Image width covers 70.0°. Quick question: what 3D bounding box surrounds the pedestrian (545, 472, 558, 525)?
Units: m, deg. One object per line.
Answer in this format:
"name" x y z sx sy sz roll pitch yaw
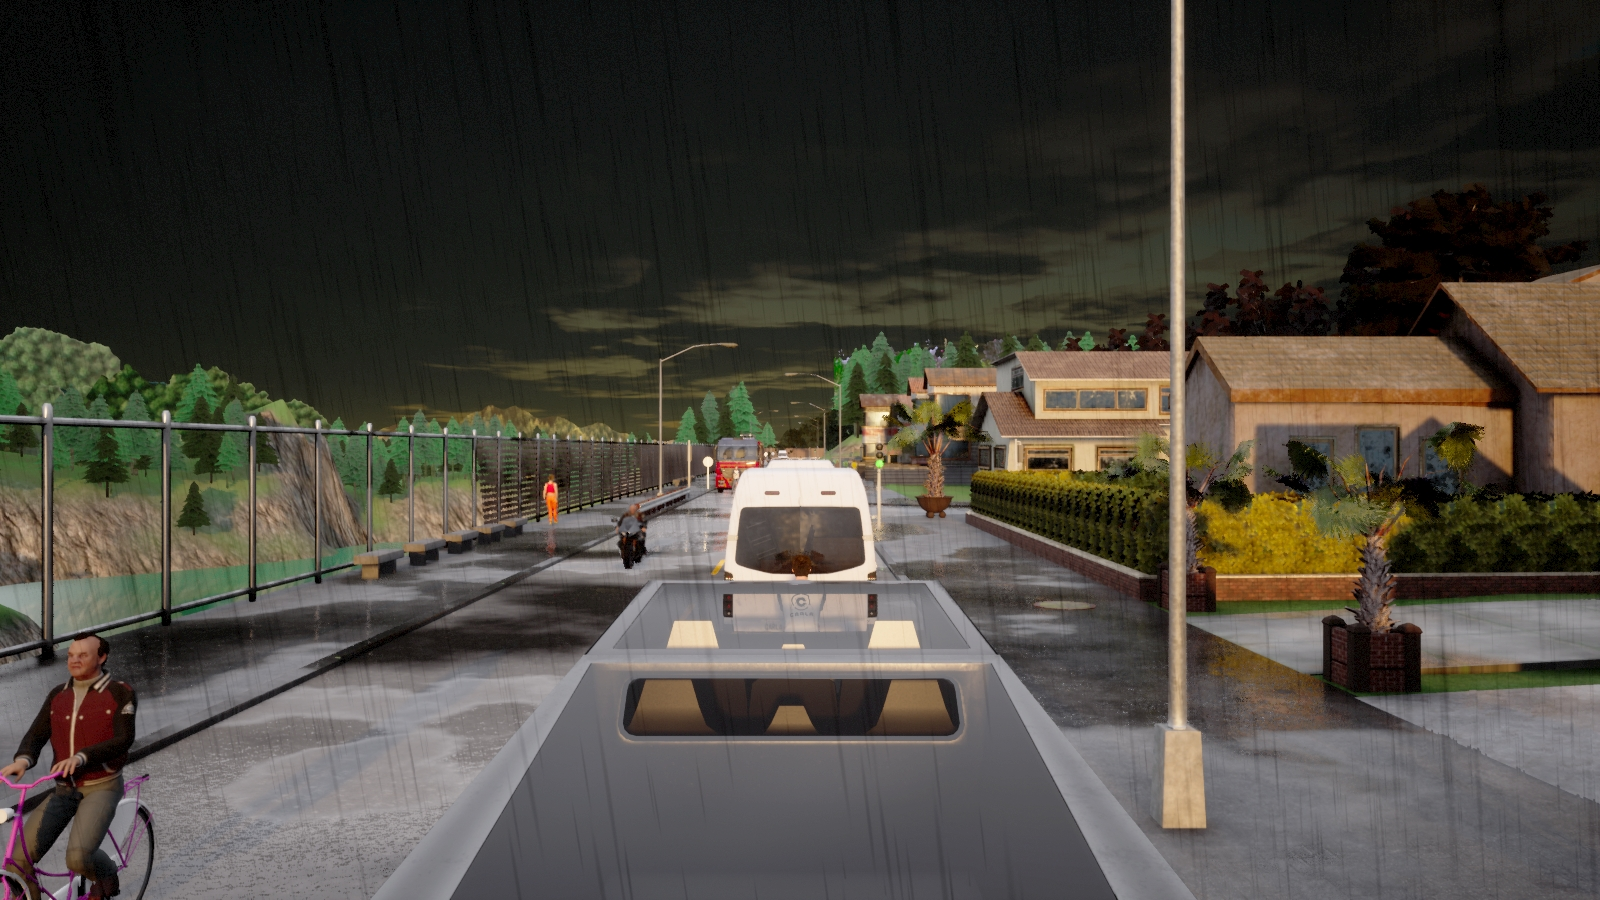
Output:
"pedestrian" -8.803 1.728 40.517 0.375 1.860 0.375 0 0 0

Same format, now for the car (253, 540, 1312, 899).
"car" -0.034 1.751 5.716 2.390 2.098 6.274 0 0 0

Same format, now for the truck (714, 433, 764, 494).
"truck" -3.968 0.861 76.479 2.891 3.827 8.468 0 0 0

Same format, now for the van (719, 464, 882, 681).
"van" 0.009 1.528 16.844 1.988 2.561 5.915 0 0 0

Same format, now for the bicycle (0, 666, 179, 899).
"bicycle" -3.984 2.057 6.099 0.329 1.471 1.835 0 0 0

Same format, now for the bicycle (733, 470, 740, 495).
"bicycle" -3.969 2.028 71.192 0.373 1.496 1.643 0 0 0

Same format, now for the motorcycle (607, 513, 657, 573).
"motorcycle" -3.990 2.194 27.328 0.867 1.251 2.209 0 0 0
